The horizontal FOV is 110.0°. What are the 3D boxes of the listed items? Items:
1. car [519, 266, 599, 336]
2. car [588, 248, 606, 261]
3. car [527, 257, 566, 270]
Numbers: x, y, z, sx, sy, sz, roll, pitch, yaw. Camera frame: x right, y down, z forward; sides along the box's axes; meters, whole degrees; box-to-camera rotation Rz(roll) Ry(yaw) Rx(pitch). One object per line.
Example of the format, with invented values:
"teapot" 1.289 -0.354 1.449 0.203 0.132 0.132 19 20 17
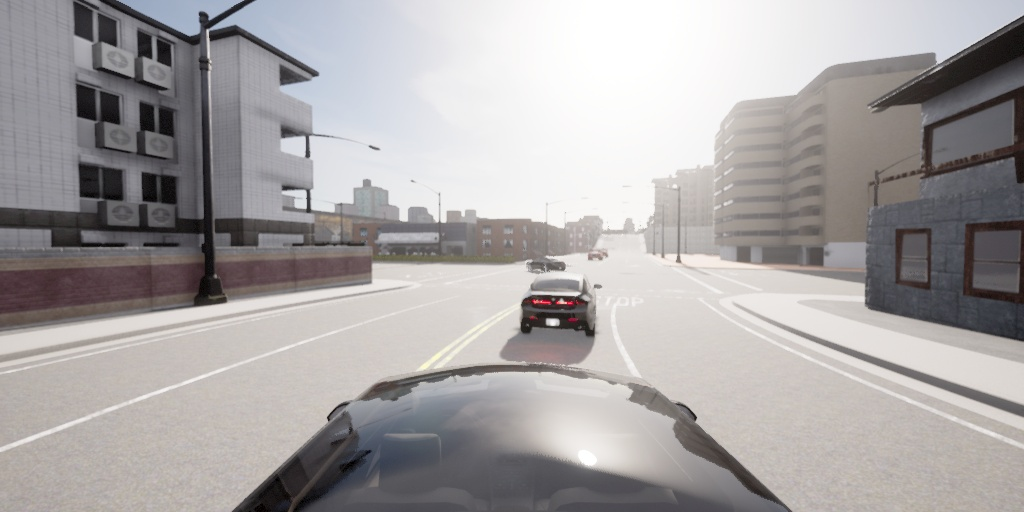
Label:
"car" 1.481 1.213 10.372 1.837 1.490 4.892 0 1 14
"car" 14.580 -0.292 62.675 2.150 2.045 5.566 0 1 19
"car" 3.247 0.815 35.051 1.837 1.490 4.892 1 1 -29
